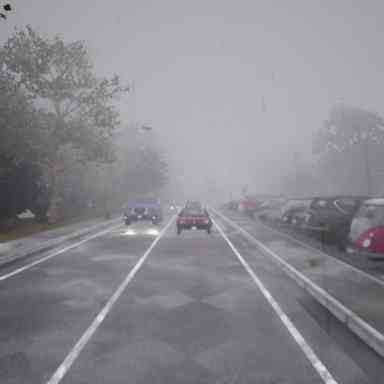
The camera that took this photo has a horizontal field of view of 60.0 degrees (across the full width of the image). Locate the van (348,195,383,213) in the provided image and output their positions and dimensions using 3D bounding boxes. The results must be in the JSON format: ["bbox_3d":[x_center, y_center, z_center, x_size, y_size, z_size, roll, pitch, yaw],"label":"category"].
[{"bbox_3d":[20.306,1.338,37.489,4.442,1.987,1.878,0,0,0],"label":"van"}]

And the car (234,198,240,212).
[{"bbox_3d":[7.107,1.585,34.940,4.674,1.452,2.002,0,0,0],"label":"car"}]

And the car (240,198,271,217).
[{"bbox_3d":[7.100,1.501,29.387,5.008,1.535,2.097,0,0,0],"label":"car"}]

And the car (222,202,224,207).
[{"bbox_3d":[7.132,1.641,46.040,5.008,1.535,2.097,0,-1,0],"label":"car"}]

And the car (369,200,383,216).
[{"bbox_3d":[20.174,1.521,32.073,5.008,1.535,2.097,0,0,0],"label":"car"}]

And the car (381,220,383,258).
[{"bbox_3d":[7.057,1.473,7.199,4.674,1.452,2.002,0,0,0],"label":"car"}]

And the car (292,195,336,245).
[{"bbox_3d":[7.093,1.136,12.749,5.566,2.045,2.435,0,0,0],"label":"car"}]

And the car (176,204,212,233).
[{"bbox_3d":[0.106,1.571,19.230,1.895,1.301,4.718,0,0,0],"label":"car"}]

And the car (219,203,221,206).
[{"bbox_3d":[6.950,1.721,51.581,5.366,1.575,1.946,0,-1,0],"label":"car"}]

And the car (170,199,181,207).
[{"bbox_3d":[-3.194,2.097,65.367,2.128,1.511,4.902,0,-2,0],"label":"car"}]

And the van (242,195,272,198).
[{"bbox_3d":[7.216,1.297,32.165,4.442,1.987,1.878,0,0,0],"label":"van"}]

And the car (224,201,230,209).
[{"bbox_3d":[7.087,1.337,40.494,5.566,2.045,2.435,0,0,0],"label":"car"}]

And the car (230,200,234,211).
[{"bbox_3d":[7.139,1.596,37.715,4.792,1.488,2.163,0,0,0],"label":"car"}]

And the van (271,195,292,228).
[{"bbox_3d":[6.958,1.189,18.285,4.442,1.987,1.878,0,0,0],"label":"van"}]

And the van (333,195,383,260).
[{"bbox_3d":[6.942,1.184,9.973,4.442,1.987,1.878,0,0,0],"label":"van"}]

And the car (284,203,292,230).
[{"bbox_3d":[7.098,1.423,15.501,4.792,1.488,2.163,0,0,0],"label":"car"}]

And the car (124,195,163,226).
[{"bbox_3d":[-3.334,1.207,23.862,2.150,2.045,5.566,0,0,0],"label":"car"}]

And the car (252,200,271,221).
[{"bbox_3d":[7.055,1.488,23.836,4.792,1.488,2.163,0,0,0],"label":"car"}]

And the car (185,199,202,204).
[{"bbox_3d":[0.137,1.604,40.641,2.128,1.511,4.902,0,-1,0],"label":"car"}]

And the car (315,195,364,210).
[{"bbox_3d":[20.232,1.385,45.796,5.566,2.045,2.435,0,-1,0],"label":"car"}]

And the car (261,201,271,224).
[{"bbox_3d":[7.082,1.477,21.059,4.674,1.452,2.002,0,0,0],"label":"car"}]
